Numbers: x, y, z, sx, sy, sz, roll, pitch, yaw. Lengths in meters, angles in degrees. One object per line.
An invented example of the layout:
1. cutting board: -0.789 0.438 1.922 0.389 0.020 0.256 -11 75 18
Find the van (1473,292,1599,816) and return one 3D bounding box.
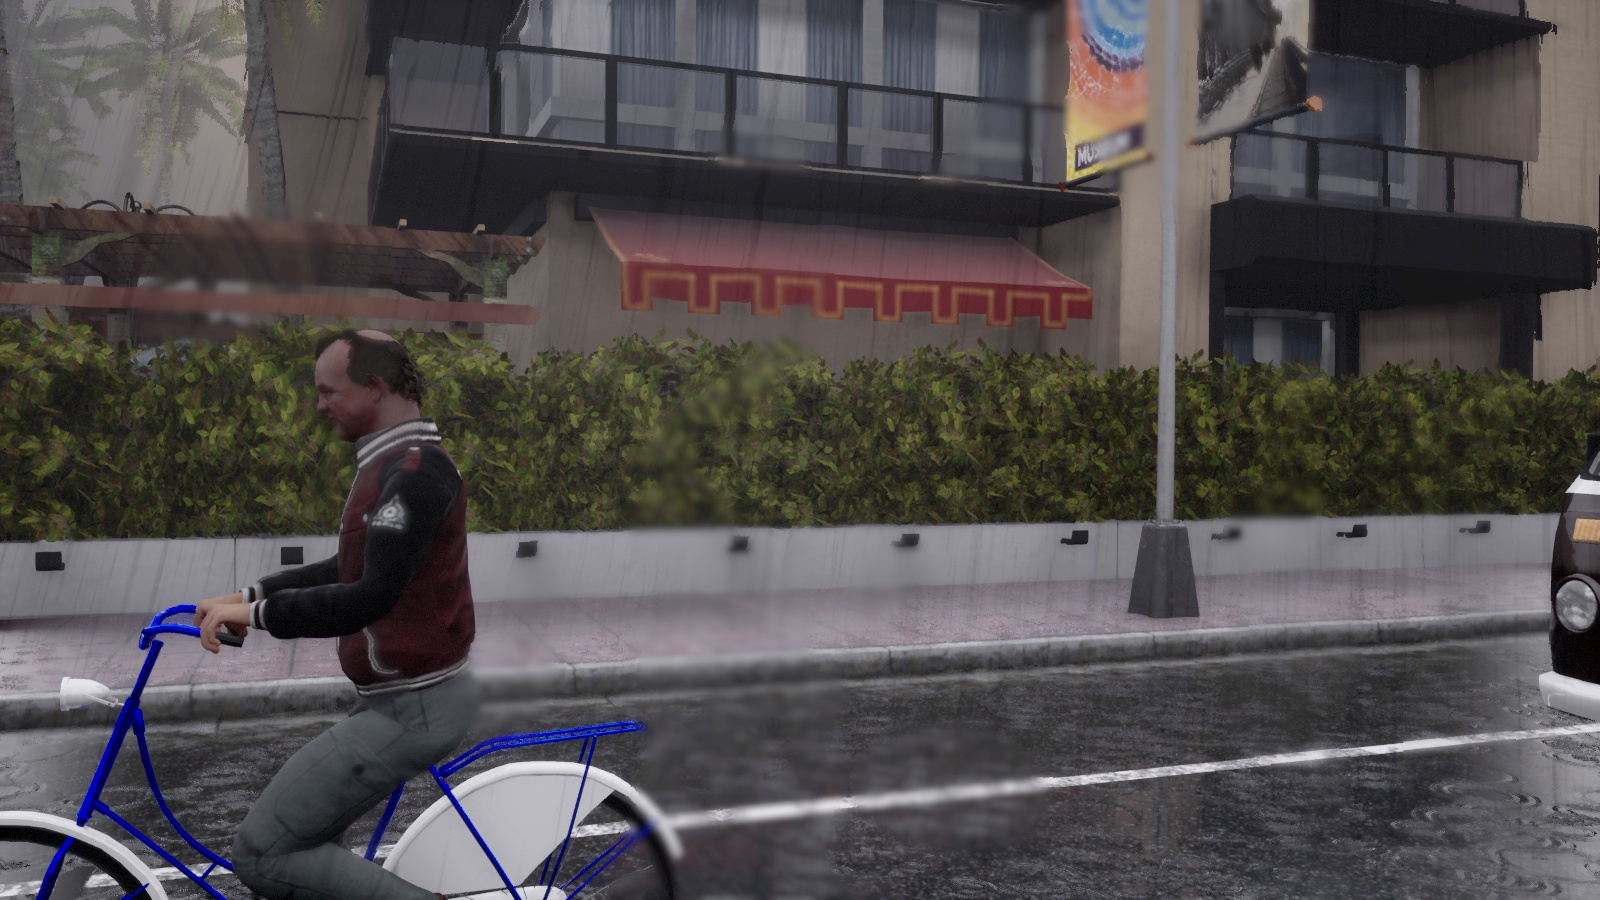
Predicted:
1. van: 5.368 0.378 5.225 4.480 2.038 2.069 -1 1 -20

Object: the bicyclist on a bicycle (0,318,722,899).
1. bicyclist on a bicycle: -1.157 0.636 2.793 1.843 1.776 0.659 -1 1 -21
